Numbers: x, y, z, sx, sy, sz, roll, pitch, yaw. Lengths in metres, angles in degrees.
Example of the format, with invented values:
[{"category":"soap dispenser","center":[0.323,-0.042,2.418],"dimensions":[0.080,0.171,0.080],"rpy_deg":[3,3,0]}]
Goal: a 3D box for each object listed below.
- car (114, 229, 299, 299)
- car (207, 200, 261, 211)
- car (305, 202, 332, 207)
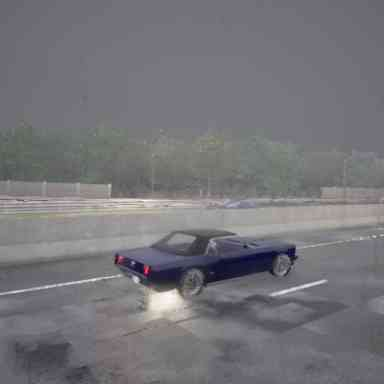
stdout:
[{"category":"car","center":[0.589,1.605,8.475],"dimensions":[4.718,1.301,1.895],"rpy_deg":[0,0,-36]},{"category":"car","center":[3.911,1.553,28.268],"dimensions":[4.674,1.442,1.812],"rpy_deg":[0,0,-35]},{"category":"car","center":[10.910,1.607,28.927],"dimensions":[4.181,1.385,1.994],"rpy_deg":[0,0,-35]}]
